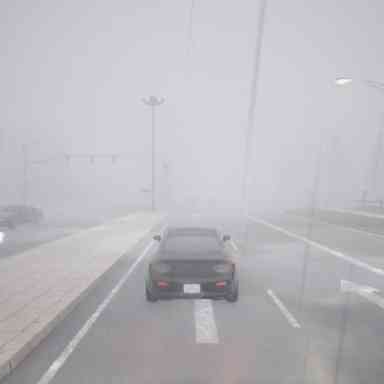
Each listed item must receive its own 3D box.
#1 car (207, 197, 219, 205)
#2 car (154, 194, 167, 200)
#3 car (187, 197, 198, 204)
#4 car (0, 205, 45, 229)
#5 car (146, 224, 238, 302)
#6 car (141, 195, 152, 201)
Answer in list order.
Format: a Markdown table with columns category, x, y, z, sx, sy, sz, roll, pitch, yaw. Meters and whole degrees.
| category | x | y | z | sx | sy | sz | roll | pitch | yaw |
| --- | --- | --- | --- | --- | --- | --- | --- | --- | --- |
| car | 3.592 | 1.545 | 57.756 | 1.895 | 1.301 | 4.718 | 0 | 0 | 0 |
| car | -8.340 | 1.273 | 85.633 | 2.097 | 1.767 | 4.553 | 0 | 0 | -1 |
| car | 0.083 | 1.506 | 60.160 | 1.994 | 1.385 | 4.181 | 0 | 0 | 0 |
| car | -11.561 | 1.526 | 21.659 | 2.033 | 1.411 | 5.357 | 0 | 0 | 1 |
| car | 0.000 | 1.518 | 8.105 | 1.812 | 1.442 | 4.674 | 0 | 0 | 0 |
| car | -11.839 | 1.442 | 85.550 | 1.812 | 1.442 | 4.674 | 0 | 0 | -1 |
